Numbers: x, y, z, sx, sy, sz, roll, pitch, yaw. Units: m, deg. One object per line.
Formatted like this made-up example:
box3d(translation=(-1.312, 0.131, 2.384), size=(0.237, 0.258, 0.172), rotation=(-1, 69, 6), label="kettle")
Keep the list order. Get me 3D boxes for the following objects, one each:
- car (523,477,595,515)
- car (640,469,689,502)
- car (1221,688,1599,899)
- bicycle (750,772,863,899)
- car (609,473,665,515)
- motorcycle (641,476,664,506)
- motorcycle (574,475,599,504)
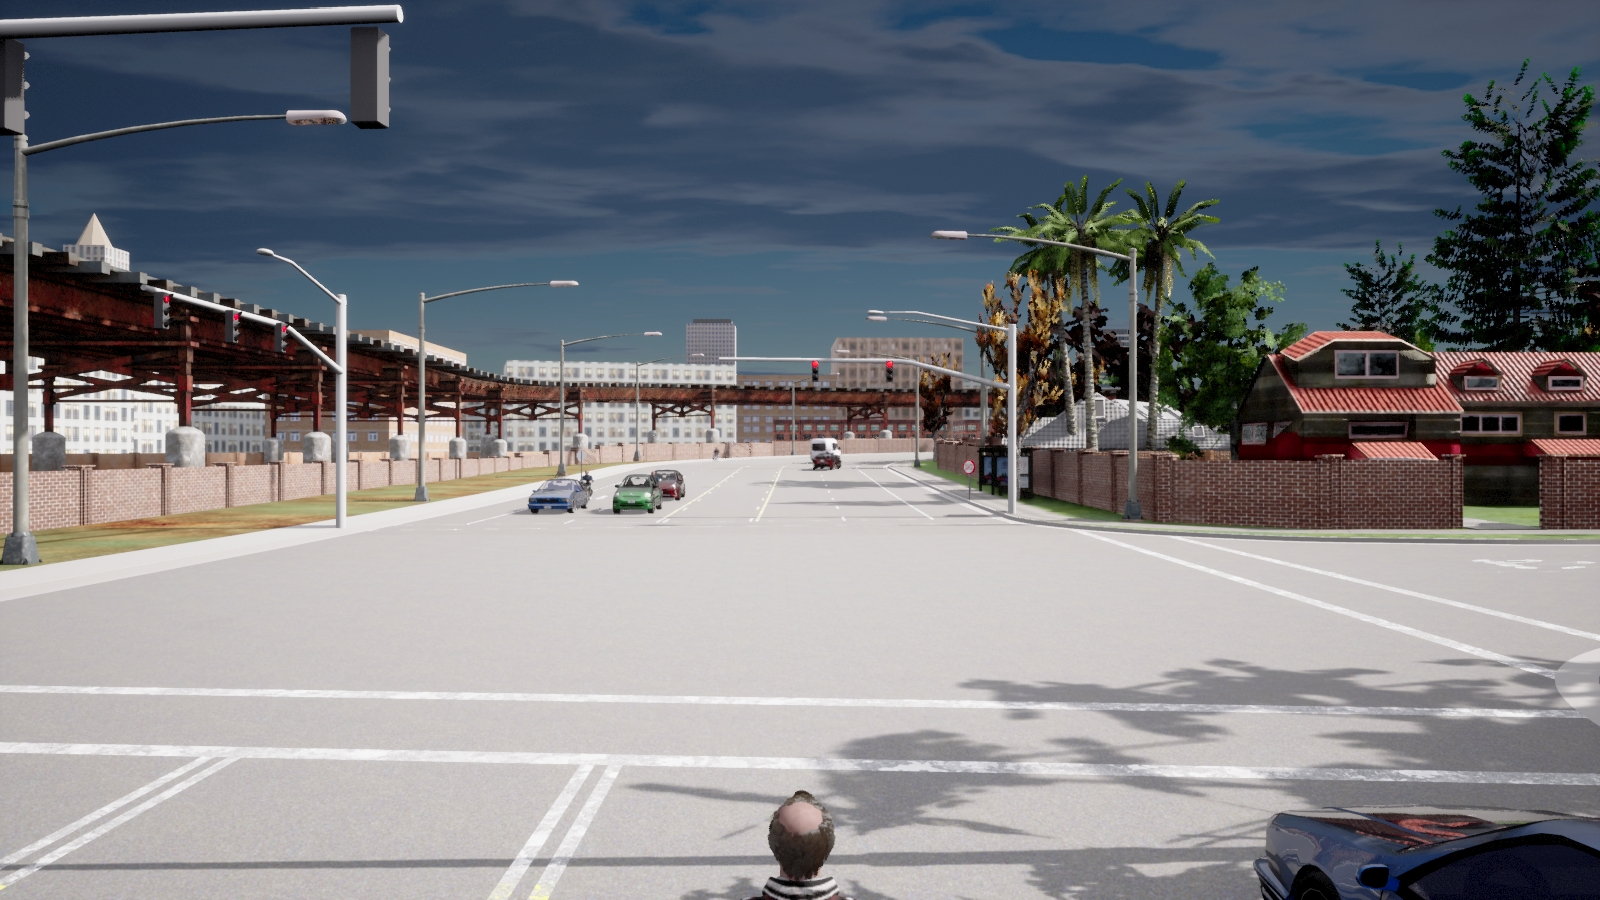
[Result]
box3d(translation=(-10.533, 1.979, 50.333), size=(2.033, 1.411, 5.357), rotation=(0, 1, 0), label="car")
box3d(translation=(-7.040, 1.800, 59.633), size=(2.007, 1.525, 4.514), rotation=(0, 1, 0), label="car")
box3d(translation=(3.467, 2.106, 4.038), size=(2.033, 1.411, 5.357), rotation=(0, 0, 1), label="car")
box3d(translation=(0.019, 2.048, 3.681), size=(0.329, 1.496, 1.835), rotation=(0, 0, 0), label="bicycle")
box3d(translation=(-7.031, 1.878, 49.660), size=(1.851, 1.617, 3.988), rotation=(0, 1, 0), label="car")
box3d(translation=(-7.053, 1.947, 54.746), size=(0.856, 1.341, 1.805), rotation=(0, 1, 0), label="motorcycle")
box3d(translation=(-10.476, 1.934, 56.002), size=(0.856, 1.341, 1.805), rotation=(0, 1, 1), label="motorcycle")
